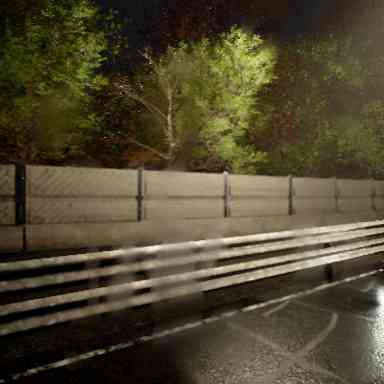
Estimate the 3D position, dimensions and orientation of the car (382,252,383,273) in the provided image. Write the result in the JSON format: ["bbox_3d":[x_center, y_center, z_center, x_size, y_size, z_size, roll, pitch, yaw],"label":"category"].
[{"bbox_3d":[6.875,1.281,8.541,4.553,1.767,2.097,0,0,-35],"label":"car"}]
